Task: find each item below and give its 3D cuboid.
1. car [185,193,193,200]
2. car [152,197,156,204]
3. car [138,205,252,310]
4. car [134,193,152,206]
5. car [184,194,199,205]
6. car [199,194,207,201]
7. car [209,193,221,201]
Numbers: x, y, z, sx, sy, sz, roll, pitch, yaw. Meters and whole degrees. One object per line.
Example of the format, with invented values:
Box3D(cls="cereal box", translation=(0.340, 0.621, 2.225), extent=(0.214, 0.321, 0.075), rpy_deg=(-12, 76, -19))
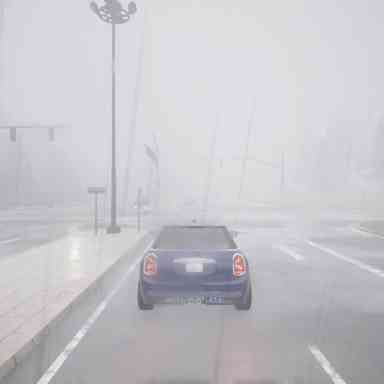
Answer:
Box3D(cls="car", translation=(-0.942, 1.189, 95.643), extent=(2.150, 2.045, 5.566), rpy_deg=(0, 0, -1))
Box3D(cls="car", translation=(-8.454, 1.564, 65.561), extent=(1.994, 1.385, 4.181), rpy_deg=(0, 0, 0))
Box3D(cls="car", translation=(0.060, 1.352, 7.964), extent=(2.097, 1.767, 4.553), rpy_deg=(0, 0, 0))
Box3D(cls="car", translation=(-8.334, 1.352, 55.612), extent=(2.097, 1.767, 4.553), rpy_deg=(0, 0, -1))
Box3D(cls="car", translation=(-0.235, 1.526, 54.784), extent=(1.812, 1.442, 4.674), rpy_deg=(0, 0, -1))
Box3D(cls="car", translation=(2.736, 1.513, 85.350), extent=(1.812, 1.442, 4.674), rpy_deg=(0, 0, -1))
Box3D(cls="car", translation=(6.241, 1.215, 85.084), extent=(2.150, 2.045, 5.566), rpy_deg=(0, 0, -1))
